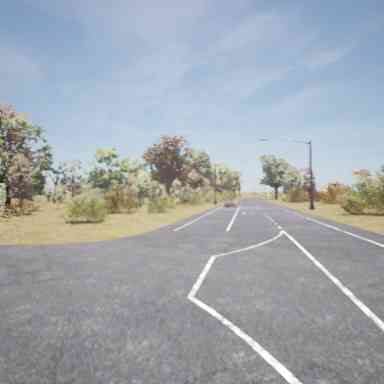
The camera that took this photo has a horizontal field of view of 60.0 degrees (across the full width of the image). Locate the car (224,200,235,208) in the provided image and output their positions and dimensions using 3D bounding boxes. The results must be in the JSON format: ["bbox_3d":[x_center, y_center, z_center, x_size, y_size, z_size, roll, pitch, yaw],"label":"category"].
[{"bbox_3d":[7.099,2.271,62.662,1.994,1.385,4.181,-1,-1,9],"label":"car"}]
